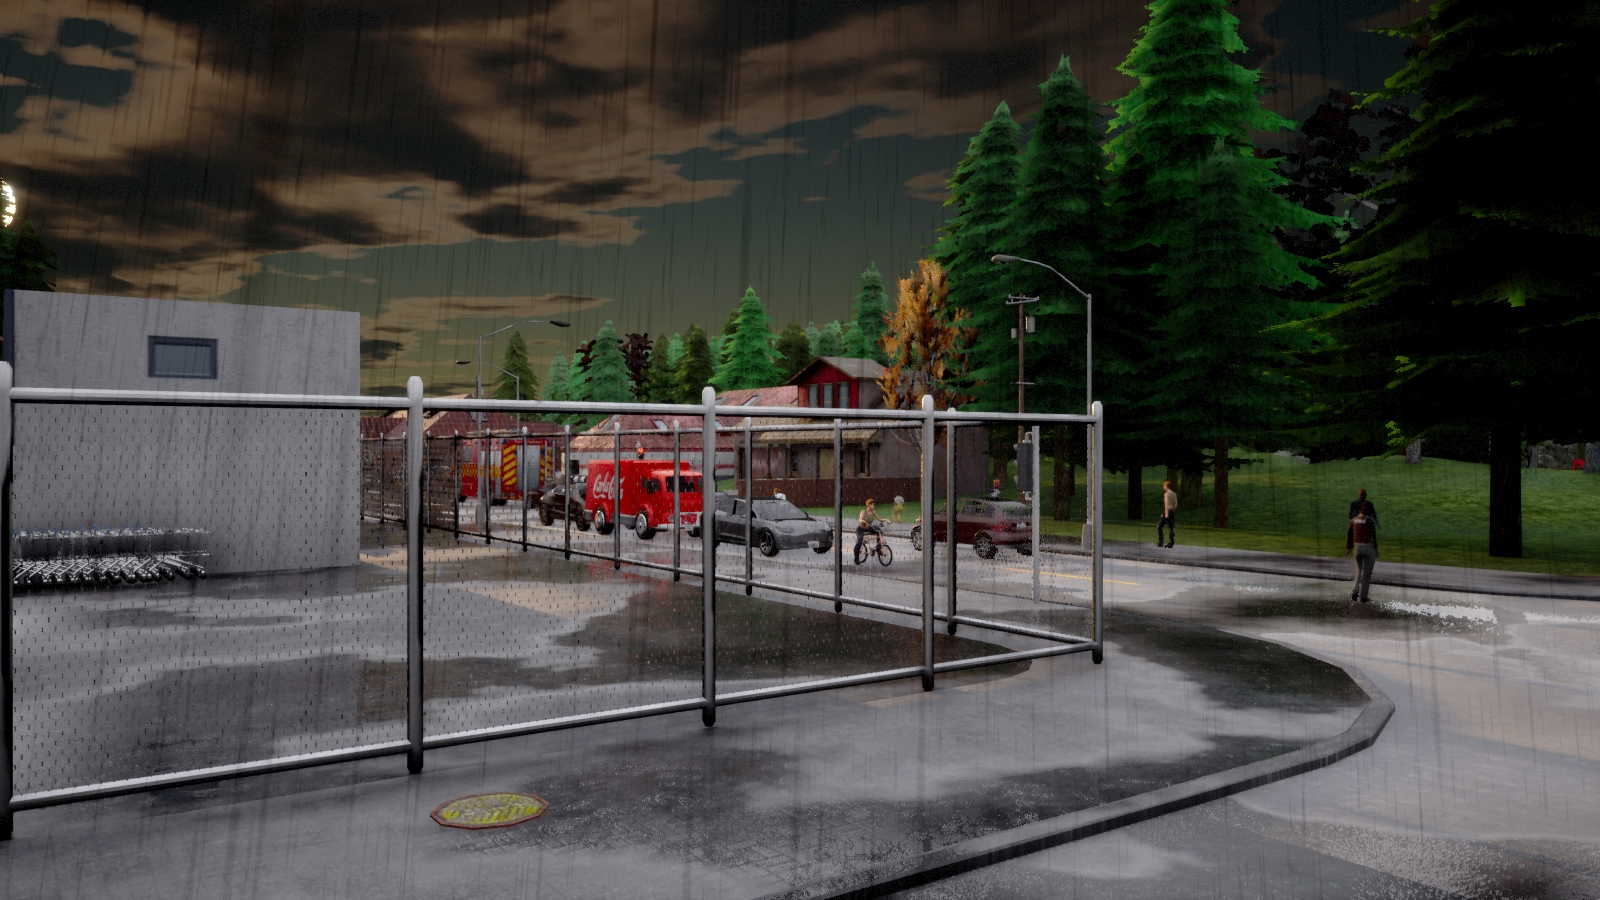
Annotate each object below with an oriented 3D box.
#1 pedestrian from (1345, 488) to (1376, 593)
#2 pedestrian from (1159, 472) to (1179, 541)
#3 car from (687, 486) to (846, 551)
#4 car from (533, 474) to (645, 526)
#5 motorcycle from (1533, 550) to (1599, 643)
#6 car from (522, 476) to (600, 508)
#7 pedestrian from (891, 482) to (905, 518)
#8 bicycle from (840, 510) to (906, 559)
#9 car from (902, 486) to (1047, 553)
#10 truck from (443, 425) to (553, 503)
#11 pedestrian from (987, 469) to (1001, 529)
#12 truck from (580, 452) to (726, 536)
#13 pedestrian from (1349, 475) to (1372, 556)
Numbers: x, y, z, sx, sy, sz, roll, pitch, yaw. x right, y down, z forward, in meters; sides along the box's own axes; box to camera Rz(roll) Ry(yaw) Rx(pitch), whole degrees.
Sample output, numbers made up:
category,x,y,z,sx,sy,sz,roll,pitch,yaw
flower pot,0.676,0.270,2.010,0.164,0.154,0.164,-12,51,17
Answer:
category,x,y,z,sx,sy,sz,roll,pitch,yaw
pedestrian,10.164,1.625,20.721,0.375,1.860,0.375,0,0,-34
pedestrian,10.033,1.522,31.059,0.375,1.860,0.375,0,0,-31
car,-1.029,1.840,31.812,2.163,1.488,4.792,0,0,-35
car,-7.756,1.772,41.538,2.152,1.651,5.027,0,0,-34
motorcycle,11.115,1.990,15.345,2.033,1.145,0.803,0,0,25
car,-11.210,1.932,53.370,1.895,1.301,4.718,0,0,-35
pedestrian,3.536,1.801,41.320,0.375,1.300,0.375,0,0,-24
bicycle,1.773,2.033,27.810,0.859,1.080,1.487,0,0,-35
car,4.628,1.802,30.647,1.789,1.549,3.705,0,0,-35
truck,-16.070,0.667,60.303,2.891,3.827,8.468,0,0,-35
pedestrian,6.033,1.520,35.509,0.375,1.860,0.375,0,0,19
truck,-4.910,1.336,37.383,2.627,2.467,5.204,0,0,-35
pedestrian,13.107,1.520,26.704,0.375,1.860,0.375,0,0,7
